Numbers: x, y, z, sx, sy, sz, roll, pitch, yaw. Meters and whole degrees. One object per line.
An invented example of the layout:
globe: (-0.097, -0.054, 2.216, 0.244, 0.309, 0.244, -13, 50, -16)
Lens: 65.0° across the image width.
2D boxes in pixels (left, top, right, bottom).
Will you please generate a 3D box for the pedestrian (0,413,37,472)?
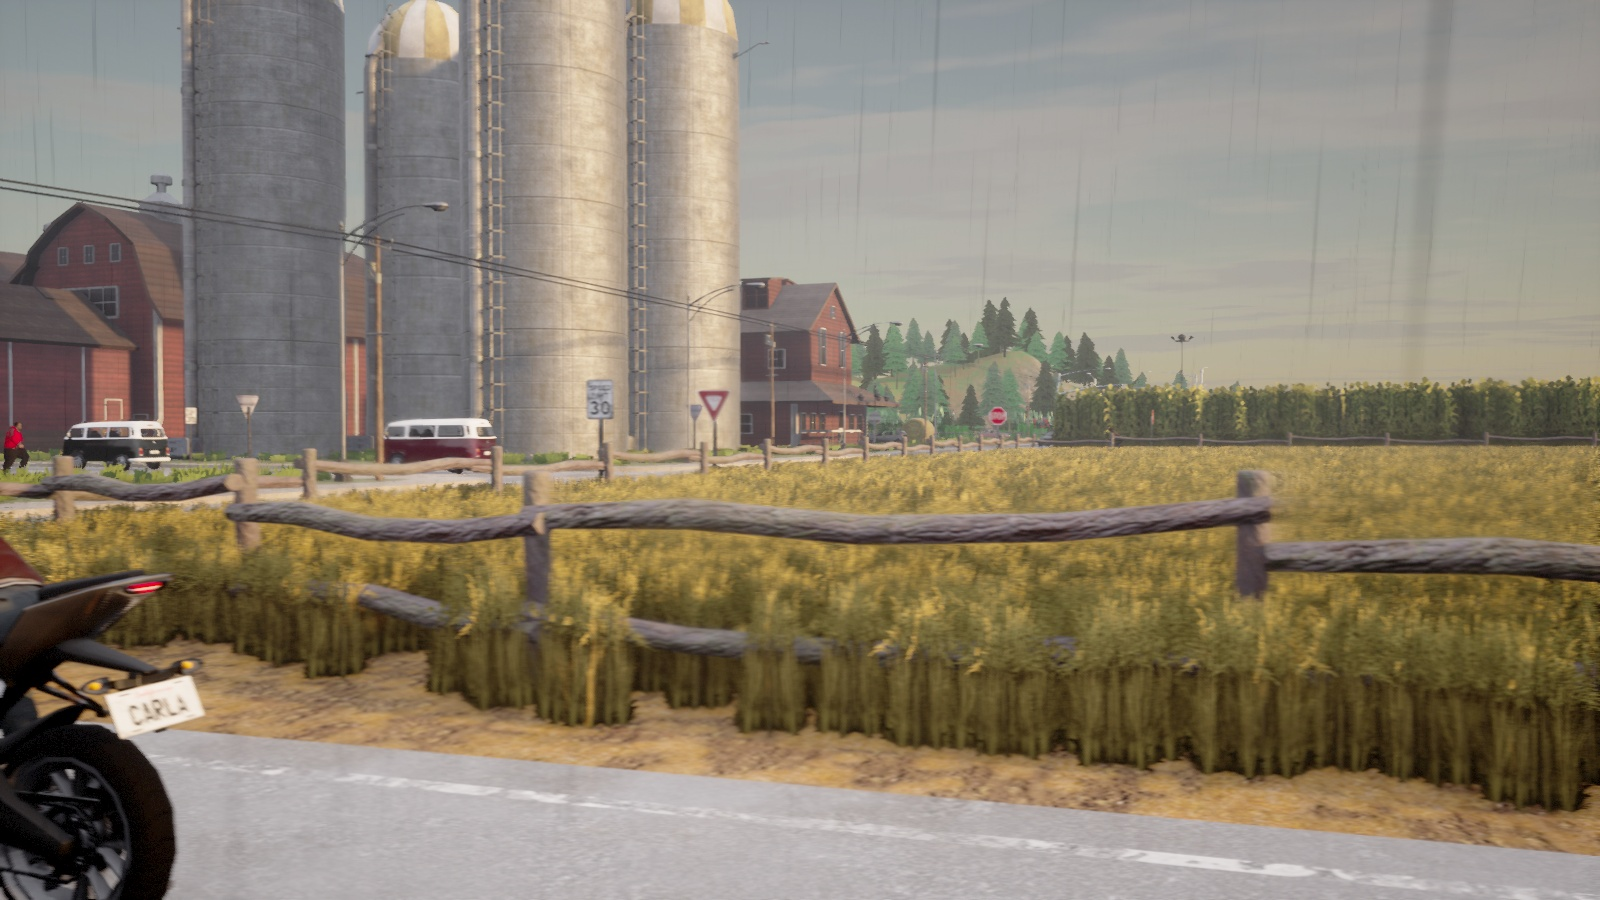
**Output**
pedestrian: (-24.705, -0.243, 39.587, 0.899, 1.844, 0.634, 0, 1, -3)

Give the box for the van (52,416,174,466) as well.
van: (-28.849, -0.401, 52.763, 4.480, 2.038, 2.069, 1, 1, 21)

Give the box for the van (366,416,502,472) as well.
van: (-13.709, -0.254, 47.113, 4.480, 2.038, 2.069, 1, 1, 18)

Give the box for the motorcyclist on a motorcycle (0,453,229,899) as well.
motorcyclist on a motorcycle: (-3.124, 0.783, 4.214, 2.191, 1.530, 0.866, 1, 1, 19)
